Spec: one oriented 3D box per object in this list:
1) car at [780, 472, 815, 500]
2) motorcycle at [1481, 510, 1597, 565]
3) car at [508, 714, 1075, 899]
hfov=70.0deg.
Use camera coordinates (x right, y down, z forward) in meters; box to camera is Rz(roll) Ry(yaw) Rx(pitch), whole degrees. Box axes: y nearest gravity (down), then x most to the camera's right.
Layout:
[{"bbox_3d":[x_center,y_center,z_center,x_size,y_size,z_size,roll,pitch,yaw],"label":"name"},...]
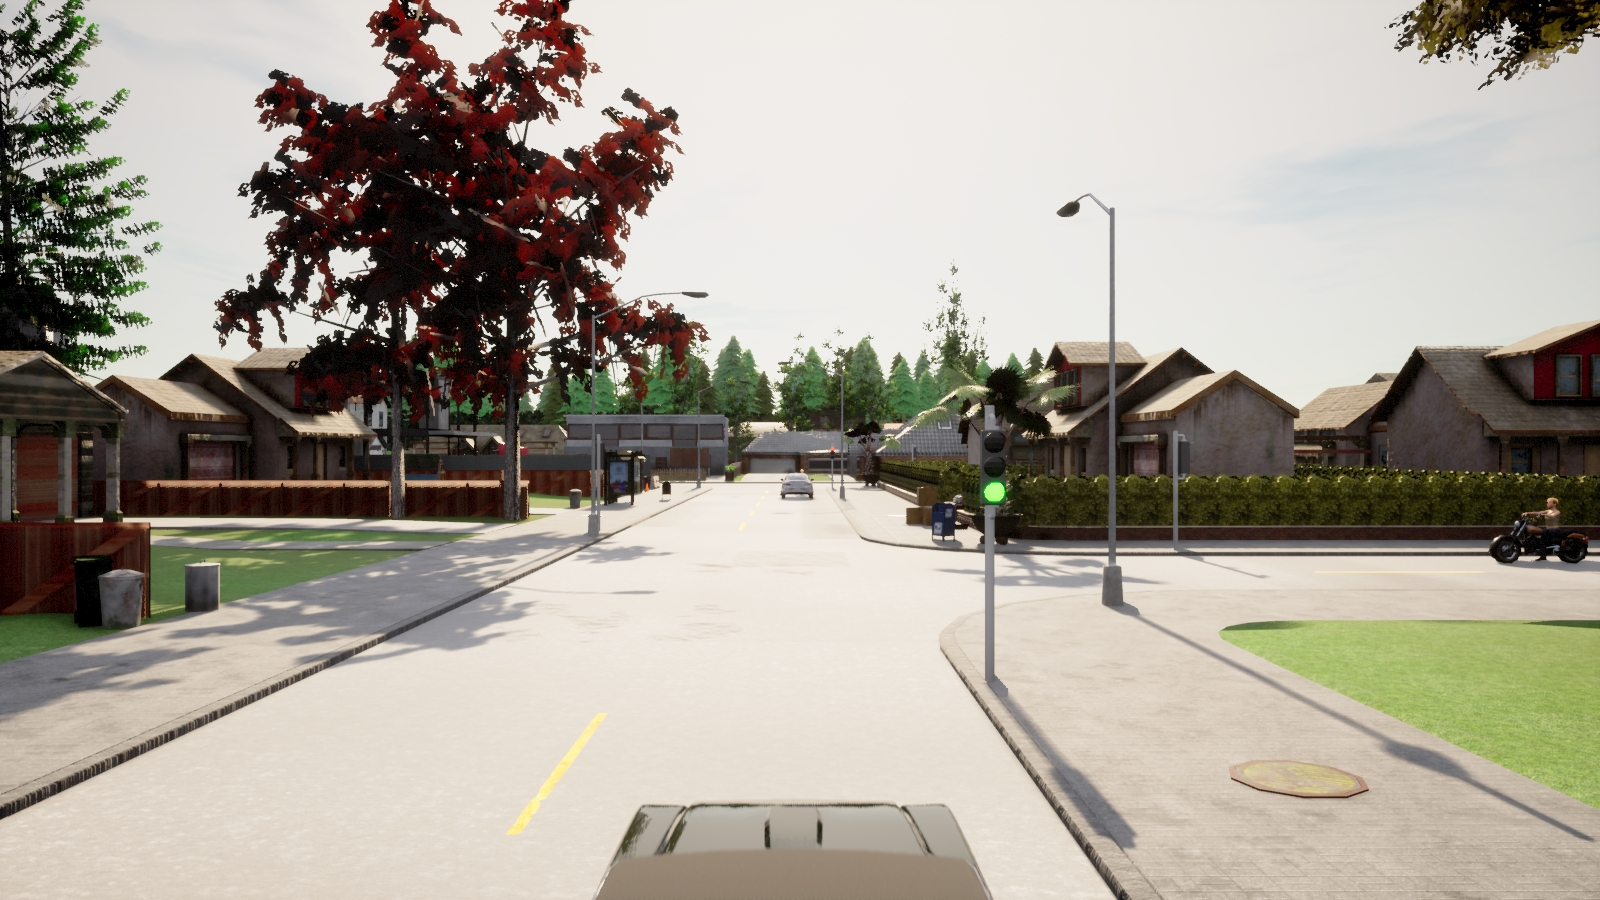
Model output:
[{"bbox_3d":[-0.164,2.081,66.907,2.002,1.442,4.674,0,0,0],"label":"car"},{"bbox_3d":[18.237,2.155,28.222,2.356,1.307,0.764,0,0,0],"label":"motorcycle"},{"bbox_3d":[-0.029,2.155,4.159,1.895,1.301,4.718,0,0,0],"label":"car"}]
